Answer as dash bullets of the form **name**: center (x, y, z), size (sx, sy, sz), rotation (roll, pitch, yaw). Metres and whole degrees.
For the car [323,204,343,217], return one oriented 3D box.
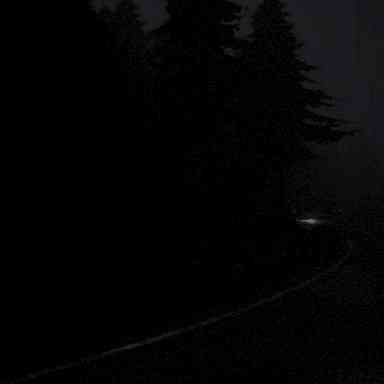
- **car**: center (15.939, 2.081, 37.674), size (2.033, 1.411, 5.357), rotation (-3, -2, 20)

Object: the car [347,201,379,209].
- **car**: center (24.615, 1.985, 47.598), size (5.357, 1.411, 2.033), rotation (-2, 2, -25)

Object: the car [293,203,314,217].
- **car**: center (12.275, 2.011, 36.784), size (2.097, 1.767, 4.553), rotation (-3, -2, 19)
